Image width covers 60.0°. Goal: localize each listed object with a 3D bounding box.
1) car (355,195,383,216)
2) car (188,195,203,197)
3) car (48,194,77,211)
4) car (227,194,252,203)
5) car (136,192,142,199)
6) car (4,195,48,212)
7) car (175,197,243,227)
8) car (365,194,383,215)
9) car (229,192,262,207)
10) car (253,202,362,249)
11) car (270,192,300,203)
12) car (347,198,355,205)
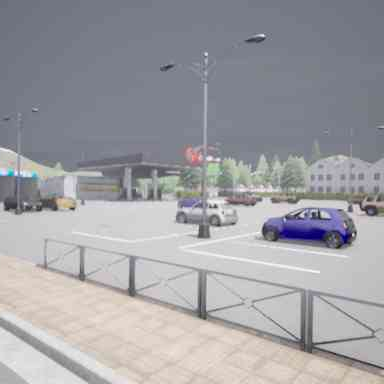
[{"bbox_3d":[16.628,1.146,27.827,4.605,1.855,1.932,1,0,40],"label":"car"},{"bbox_3d":[0.049,1.132,36.899,3.633,1.501,1.845,1,0,40],"label":"car"},{"bbox_3d":[-13.421,1.010,32.688,5.027,1.636,2.152,1,0,40],"label":"car"},{"bbox_3d":[8.422,1.154,59.077,3.806,1.475,1.970,1,0,40],"label":"car"},{"bbox_3d":[-14.792,0.882,83.385,2.242,1.667,4.611,1,0,40],"label":"car"},{"bbox_3d":[-15.385,1.010,30.241,4.514,1.523,2.007,1,0,40],"label":"car"},{"bbox_3d":[0.843,1.289,20.651,3.806,1.475,1.970,1,0,40],"label":"car"},{"bbox_3d":[18.168,1.130,30.325,3.866,1.878,1.905,1,0,40],"label":"car"},{"bbox_3d":[6.466,1.144,44.560,4.514,1.523,2.007,1,0,40],"label":"car"},{"bbox_3d":[4.648,1.359,13.618,3.633,1.501,1.845,1,0,40],"label":"car"},{"bbox_3d":[14.973,0.993,53.688,4.605,1.855,1.932,1,0,40],"label":"car"},{"bbox_3d":[27.106,1.338,52.635,4.514,1.523,2.007,1,0,40],"label":"car"}]
